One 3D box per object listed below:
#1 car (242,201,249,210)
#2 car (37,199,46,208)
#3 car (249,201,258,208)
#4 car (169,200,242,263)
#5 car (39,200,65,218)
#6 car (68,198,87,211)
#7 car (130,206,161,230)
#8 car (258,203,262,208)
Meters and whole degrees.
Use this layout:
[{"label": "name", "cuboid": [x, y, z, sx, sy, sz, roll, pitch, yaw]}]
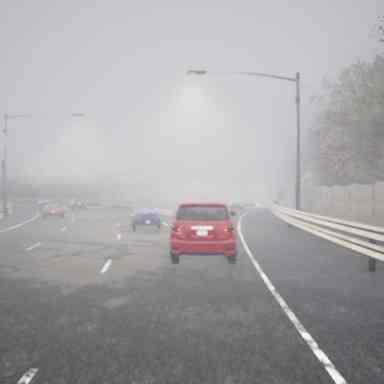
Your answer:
[{"label": "car", "cuboid": [6.789, 1.966, 48.383, 1.895, 1.301, 4.718, 0, -1, 15]}, {"label": "car", "cuboid": [-23.579, 1.918, 53.077, 1.812, 1.442, 4.674, 0, -1, -32]}, {"label": "car", "cuboid": [11.233, 2.401, 64.710, 1.895, 1.301, 4.718, 0, -2, 15]}, {"label": "car", "cuboid": [0.486, 1.316, 12.510, 2.150, 2.045, 5.566, 0, 0, 4]}, {"label": "car", "cuboid": [-13.818, 1.811, 33.375, 1.994, 1.385, 4.181, 0, 0, -20]}, {"label": "car", "cuboid": [-16.545, 1.706, 47.870, 2.097, 1.767, 4.553, 0, 0, -28]}, {"label": "car", "cuboid": [-3.237, 1.695, 22.716, 1.812, 1.442, 4.674, 0, 0, -13]}, {"label": "car", "cuboid": [16.418, 3.435, 82.834, 1.812, 1.442, 4.674, 0, -4, 17]}]
